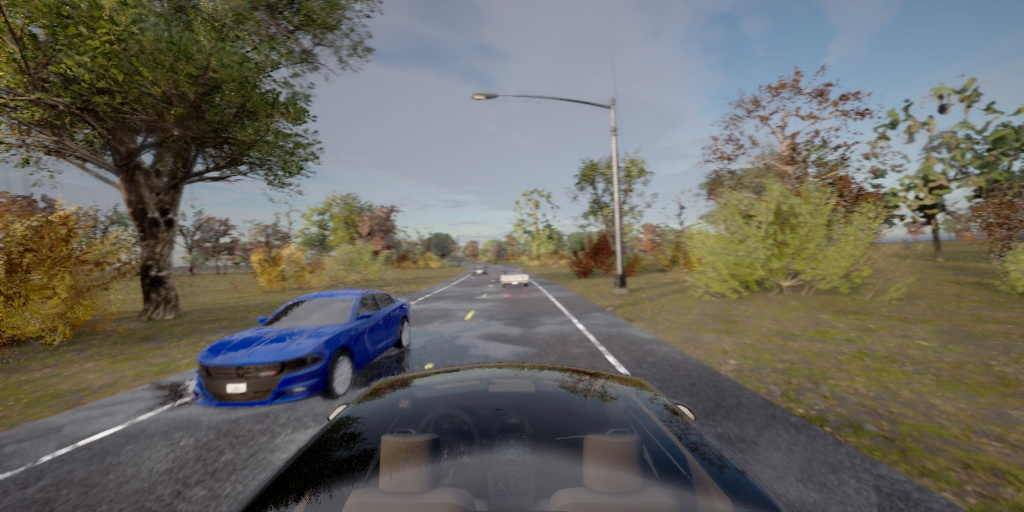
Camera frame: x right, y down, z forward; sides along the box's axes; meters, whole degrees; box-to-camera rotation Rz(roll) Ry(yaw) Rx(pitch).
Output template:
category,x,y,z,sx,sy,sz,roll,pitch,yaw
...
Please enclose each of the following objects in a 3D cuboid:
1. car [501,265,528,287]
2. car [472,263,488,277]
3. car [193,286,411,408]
category,x,y,z,sx,sy,sz,roll,pitch,yaw
car,0.170,1.582,26.724,1.895,1.301,4.718,-2,-1,-1
car,-4.176,1.825,46.930,2.128,1.511,4.902,-2,0,-2
car,-3.487,1.425,7.054,1.882,1.535,5.008,-2,0,0
